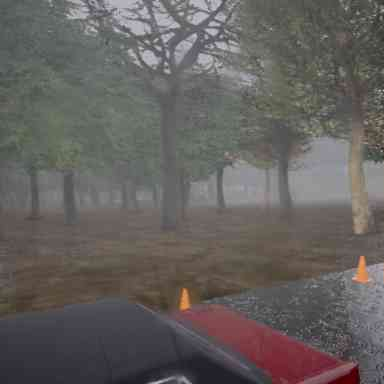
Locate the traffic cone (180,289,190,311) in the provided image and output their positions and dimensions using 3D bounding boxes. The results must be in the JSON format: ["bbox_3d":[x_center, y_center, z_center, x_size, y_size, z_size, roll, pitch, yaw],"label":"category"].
[{"bbox_3d":[-0.111,1.919,5.529,0.340,0.580,0.340,0,0,-33],"label":"traffic cone"}]

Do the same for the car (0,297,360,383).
[{"bbox_3d":[-1.054,1.589,2.077,4.718,1.301,1.895,0,0,-35],"label":"car"}]

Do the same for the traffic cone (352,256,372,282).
[{"bbox_3d":[4.227,1.887,8.257,0.340,0.580,0.340,0,1,-31],"label":"traffic cone"}]
